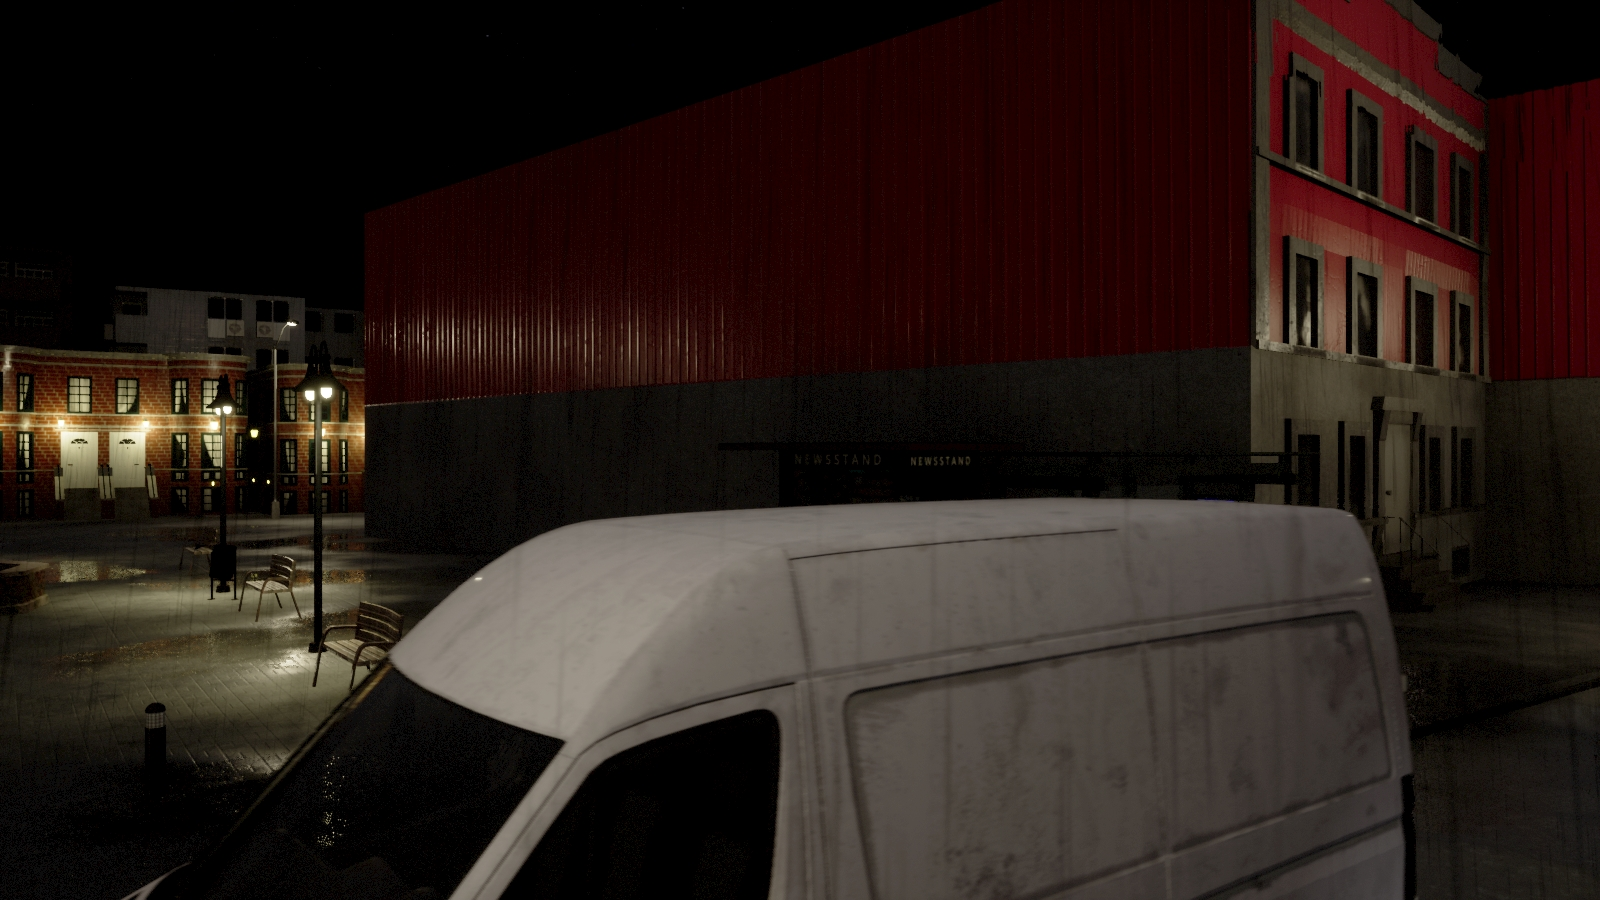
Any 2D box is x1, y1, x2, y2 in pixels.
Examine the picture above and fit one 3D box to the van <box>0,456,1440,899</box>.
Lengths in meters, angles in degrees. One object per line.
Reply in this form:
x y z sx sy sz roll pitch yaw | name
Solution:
-0.029 1.314 4.397 5.915 2.561 1.988 0 0 -35 | van
